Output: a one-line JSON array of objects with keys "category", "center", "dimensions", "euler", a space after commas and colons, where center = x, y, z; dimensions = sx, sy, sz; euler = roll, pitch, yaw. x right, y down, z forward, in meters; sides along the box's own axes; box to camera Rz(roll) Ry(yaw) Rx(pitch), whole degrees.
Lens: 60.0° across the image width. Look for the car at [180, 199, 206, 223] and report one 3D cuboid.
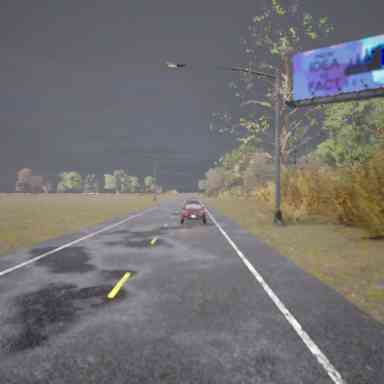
[{"category": "car", "center": [0.096, 1.523, 25.491], "dimensions": [1.812, 1.442, 4.674], "euler": [0, 0, 0]}]
